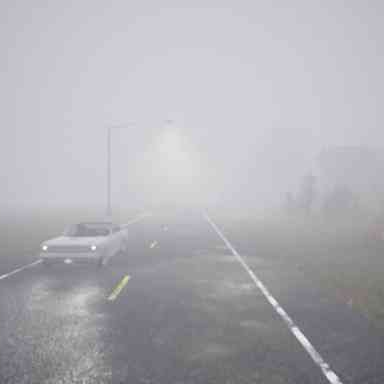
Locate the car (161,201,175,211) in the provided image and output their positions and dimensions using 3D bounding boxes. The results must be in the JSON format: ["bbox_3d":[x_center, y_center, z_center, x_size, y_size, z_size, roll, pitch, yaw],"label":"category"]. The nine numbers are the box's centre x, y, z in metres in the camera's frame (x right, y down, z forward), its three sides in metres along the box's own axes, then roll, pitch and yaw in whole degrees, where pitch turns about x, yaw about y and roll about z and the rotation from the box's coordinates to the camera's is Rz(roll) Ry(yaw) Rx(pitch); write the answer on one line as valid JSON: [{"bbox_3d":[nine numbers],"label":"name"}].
[{"bbox_3d":[-3.758,2.188,53.219,1.812,1.442,4.674,0,0,0],"label":"car"}]

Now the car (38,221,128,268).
[{"bbox_3d":[-3.638,1.758,11.984,1.895,1.301,4.718,0,-1,0],"label":"car"}]
